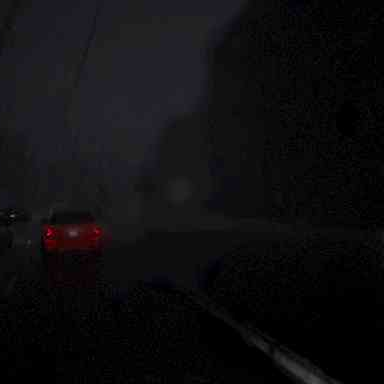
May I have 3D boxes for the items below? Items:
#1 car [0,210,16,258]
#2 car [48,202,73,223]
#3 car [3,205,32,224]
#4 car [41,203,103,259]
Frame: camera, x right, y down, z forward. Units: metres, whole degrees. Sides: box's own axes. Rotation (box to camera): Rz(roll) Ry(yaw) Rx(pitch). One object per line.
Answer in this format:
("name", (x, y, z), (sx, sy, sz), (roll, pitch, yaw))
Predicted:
("car", (-8.168, 1.658, 12.858), (1.812, 1.442, 4.674), (0, 0, -23))
("car", (-11.041, 1.662, 27.969), (1.812, 1.442, 4.674), (0, 0, -22))
("car", (-13.817, 1.713, 26.159), (1.994, 1.385, 4.181), (0, 0, -22))
("car", (-4.966, 1.471, 13.616), (2.097, 1.767, 4.553), (0, 0, -23))
